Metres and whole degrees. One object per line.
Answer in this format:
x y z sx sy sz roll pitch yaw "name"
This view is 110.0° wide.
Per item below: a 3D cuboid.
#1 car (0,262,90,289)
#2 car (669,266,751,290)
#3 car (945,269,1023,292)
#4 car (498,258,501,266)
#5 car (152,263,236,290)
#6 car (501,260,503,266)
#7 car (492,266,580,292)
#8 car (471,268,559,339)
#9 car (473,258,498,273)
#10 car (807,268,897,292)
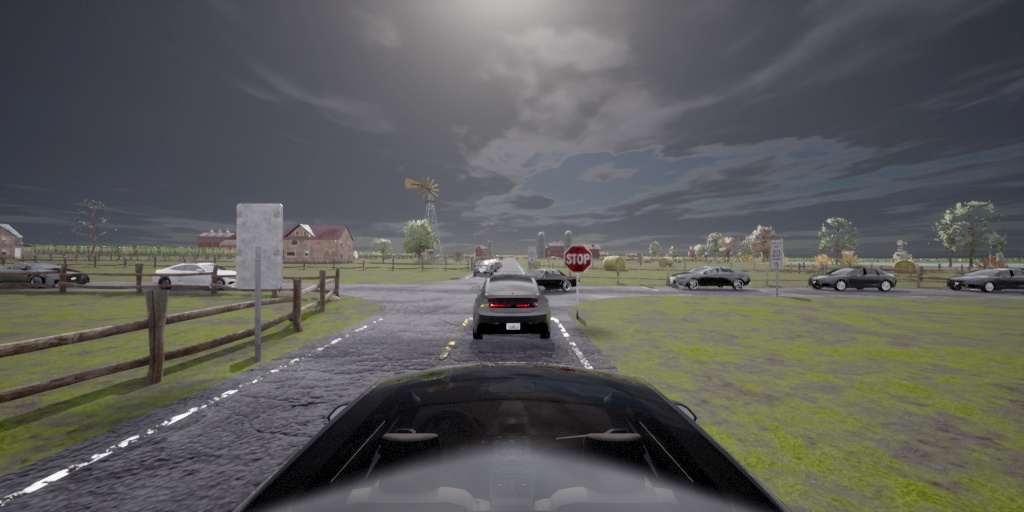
-26.364 1.048 19.895 4.181 1.385 1.994 1 -1 -1 "car"
12.797 1.396 23.337 4.902 1.511 2.128 1 -1 -2 "car"
31.701 1.586 23.630 4.892 1.490 1.837 1 -1 -1 "car"
-2.854 1.241 46.194 2.128 1.511 4.902 0 0 0 "car"
-17.244 1.104 20.018 4.674 1.442 1.812 1 -1 -1 "car"
-2.823 1.240 55.736 2.128 1.511 4.902 0 0 0 "car"
1.499 1.369 20.108 4.718 1.301 1.895 1 0 -35 "car"
-0.075 1.256 10.062 1.837 1.490 4.892 0 0 -2 "car"
-2.860 1.243 36.748 2.128 1.511 4.902 0 0 0 "car"
22.199 1.499 23.508 4.892 1.490 1.837 1 -1 -1 "car"
